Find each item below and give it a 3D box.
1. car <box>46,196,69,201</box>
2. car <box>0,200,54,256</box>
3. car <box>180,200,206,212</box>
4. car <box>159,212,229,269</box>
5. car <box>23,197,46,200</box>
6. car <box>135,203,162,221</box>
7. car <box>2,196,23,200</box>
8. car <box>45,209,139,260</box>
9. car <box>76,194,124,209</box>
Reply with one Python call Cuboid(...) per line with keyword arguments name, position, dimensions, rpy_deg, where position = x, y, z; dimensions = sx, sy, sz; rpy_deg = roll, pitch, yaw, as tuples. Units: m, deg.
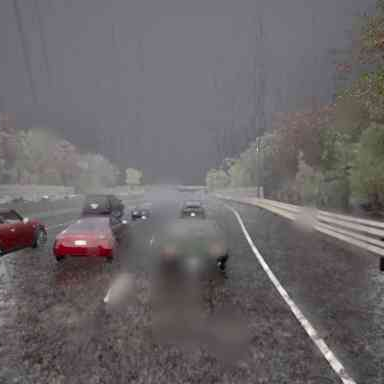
Cuboid(name="car", position=(-21.029, 1.381, 53.316), dimensions=(1.837, 1.490, 4.892), rpy_deg=(0, 0, 0))
Cuboid(name="car", position=(-6.929, 1.318, 11.560), dimensions=(2.097, 1.767, 4.553), rpy_deg=(0, 0, 0))
Cuboid(name="car", position=(0.084, 1.432, 27.548), dimensions=(1.837, 1.490, 4.892), rpy_deg=(0, 1, 0))
Cuboid(name="car", position=(0.067, 1.569, 11.020), dimensions=(1.895, 1.301, 4.718), rpy_deg=(0, 0, 0))
Cuboid(name="car", position=(-24.527, 1.441, 53.178), dimensions=(1.994, 1.385, 4.181), rpy_deg=(0, 0, 1))
Cuboid(name="car", position=(-3.427, 1.530, 26.018), dimensions=(1.895, 1.301, 4.718), rpy_deg=(0, 0, 0))
Cuboid(name="car", position=(-28.029, 1.371, 51.854), dimensions=(2.128, 1.511, 4.902), rpy_deg=(0, 0, 0))
Cuboid(name="car", position=(-3.424, 1.528, 12.265), dimensions=(1.994, 1.385, 4.181), rpy_deg=(0, 0, 0))
Cuboid(name="car", position=(-6.924, 1.152, 26.387), dimensions=(2.150, 2.045, 5.566), rpy_deg=(0, 0, 1))
